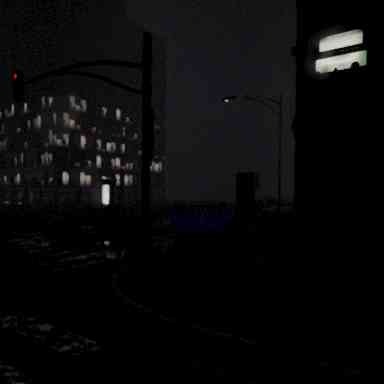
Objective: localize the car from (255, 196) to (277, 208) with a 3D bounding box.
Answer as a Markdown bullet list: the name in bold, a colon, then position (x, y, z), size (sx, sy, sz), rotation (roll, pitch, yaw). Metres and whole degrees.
- **car**: position (9.822, 1.275, 44.580), size (1.967, 1.590, 4.097), rotation (1, 1, 35)

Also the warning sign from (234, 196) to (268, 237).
- **warning sign**: position (2.891, 1.170, 16.288), size (1.300, 1.860, 1.060), rotation (1, 1, 35)

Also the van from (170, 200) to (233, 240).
- **van**: position (0.610, 1.358, 17.183), size (1.690, 1.788, 3.998), rotation (1, 1, 35)

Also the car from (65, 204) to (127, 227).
- **car**: position (-6.220, 1.448, 22.045), size (1.947, 1.339, 4.313), rotation (1, 1, 35)

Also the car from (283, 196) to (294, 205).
- **car**: position (16.140, 1.346, 53.458), size (1.752, 1.417, 4.829), rotation (1, 1, 35)
